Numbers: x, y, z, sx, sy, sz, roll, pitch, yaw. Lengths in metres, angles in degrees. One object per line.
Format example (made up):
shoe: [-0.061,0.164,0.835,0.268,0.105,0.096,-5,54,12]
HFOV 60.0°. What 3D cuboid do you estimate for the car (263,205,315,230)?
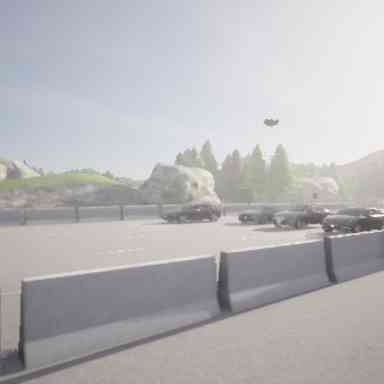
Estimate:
car: [7.400,1.589,22.055,4.902,1.511,2.128,1,0,-35]

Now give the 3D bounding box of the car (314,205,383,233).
car: [9.525,1.607,19.270,4.892,1.490,1.837,1,-1,-35]

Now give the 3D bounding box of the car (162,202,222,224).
car: [0.055,1.571,25.465,4.892,1.490,1.837,1,-1,-35]

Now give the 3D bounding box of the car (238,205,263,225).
car: [5.481,1.662,24.979,4.181,1.385,1.994,1,0,-35]
